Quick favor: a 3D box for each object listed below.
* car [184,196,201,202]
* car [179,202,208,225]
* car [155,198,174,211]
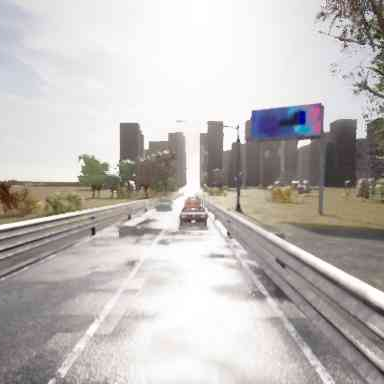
[{"bbox_3d":[0.082,1.337,42.057,2.097,1.767,4.553,0,0,0],"label":"car"},{"bbox_3d":[0.091,1.593,23.611,1.895,1.301,4.718,0,0,0],"label":"car"},{"bbox_3d":[-3.269,1.534,40.316,1.837,1.490,4.892,0,0,0],"label":"car"}]
